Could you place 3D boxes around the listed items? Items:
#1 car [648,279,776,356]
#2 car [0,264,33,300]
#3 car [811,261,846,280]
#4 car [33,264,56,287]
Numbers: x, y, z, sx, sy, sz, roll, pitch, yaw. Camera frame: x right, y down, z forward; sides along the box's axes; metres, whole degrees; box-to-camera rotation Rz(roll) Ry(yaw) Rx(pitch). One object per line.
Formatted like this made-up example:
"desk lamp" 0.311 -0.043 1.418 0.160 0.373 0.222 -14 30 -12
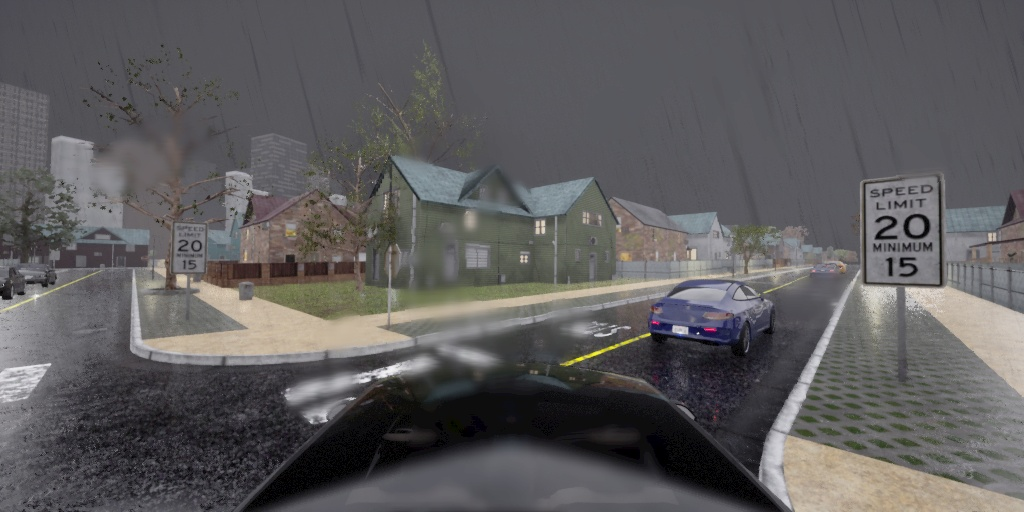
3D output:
"car" 4.905 1.273 8.637 1.812 1.442 4.674 -1 0 45
"car" -24.616 1.239 16.815 4.892 1.490 1.837 0 -2 43
"car" 27.675 1.304 31.559 5.357 1.411 2.033 0 0 -45
"car" -31.946 1.259 23.773 4.902 1.511 2.128 0 -2 43
